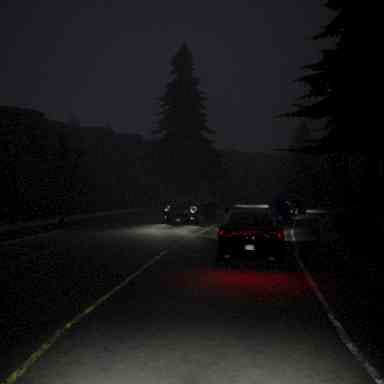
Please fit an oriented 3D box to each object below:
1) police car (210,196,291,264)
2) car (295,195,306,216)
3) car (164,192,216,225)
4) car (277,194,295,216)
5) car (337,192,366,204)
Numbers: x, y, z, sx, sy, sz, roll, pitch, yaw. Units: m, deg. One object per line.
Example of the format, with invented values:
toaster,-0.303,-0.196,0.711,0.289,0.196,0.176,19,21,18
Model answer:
police car,1.992,1.173,11.128,1.930,1.638,5.238,0,1,11
car,7.287,0.942,25.065,1.837,1.490,4.892,1,1,30
car,0.063,0.897,20.128,2.097,1.767,4.553,1,1,22
car,4.758,1.027,20.010,1.882,1.535,5.008,1,1,23
car,19.359,0.672,39.893,4.181,1.385,1.994,-1,2,-34
